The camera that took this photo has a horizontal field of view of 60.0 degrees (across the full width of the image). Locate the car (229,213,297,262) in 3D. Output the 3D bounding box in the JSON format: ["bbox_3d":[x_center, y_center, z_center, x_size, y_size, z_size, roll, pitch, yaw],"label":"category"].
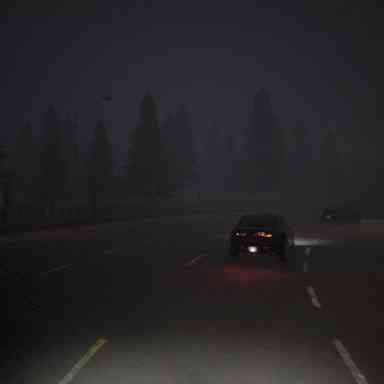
[{"bbox_3d":[2.726,1.541,12.428,1.837,1.490,4.892,0,-1,21],"label":"car"}]

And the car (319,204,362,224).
[{"bbox_3d":[11.439,1.629,25.554,4.674,1.442,1.812,0,0,-45],"label":"car"}]
